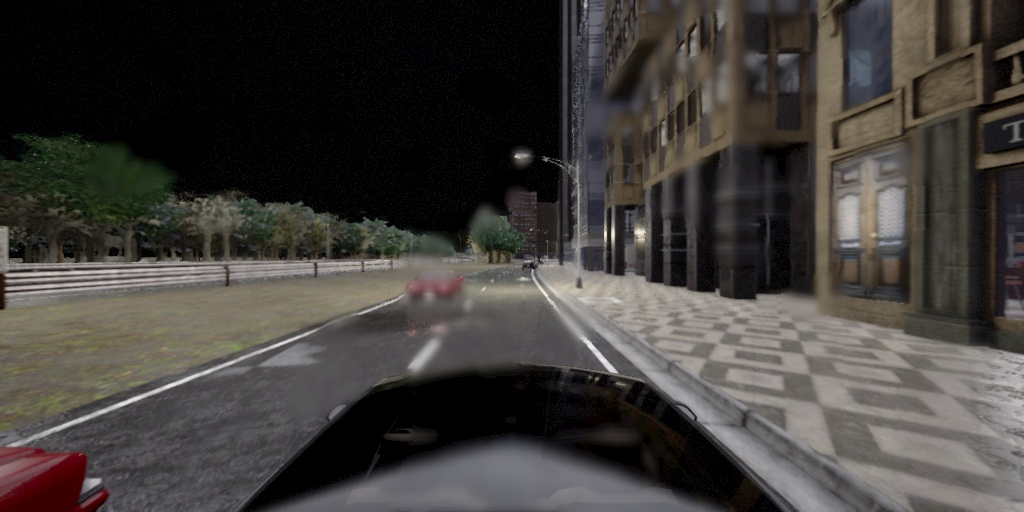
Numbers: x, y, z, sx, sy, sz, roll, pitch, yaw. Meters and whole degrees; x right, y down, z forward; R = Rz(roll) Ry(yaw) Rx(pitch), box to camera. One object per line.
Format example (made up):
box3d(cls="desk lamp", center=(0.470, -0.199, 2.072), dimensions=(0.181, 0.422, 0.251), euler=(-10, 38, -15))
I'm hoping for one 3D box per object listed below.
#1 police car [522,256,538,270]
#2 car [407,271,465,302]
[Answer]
box3d(cls="police car", center=(2.656, 1.287, 56.395), dimensions=(1.930, 1.638, 5.238), euler=(0, 0, 5))
box3d(cls="car", center=(-3.394, 1.356, 17.029), dimensions=(1.895, 1.301, 4.718), euler=(0, 0, 0))
